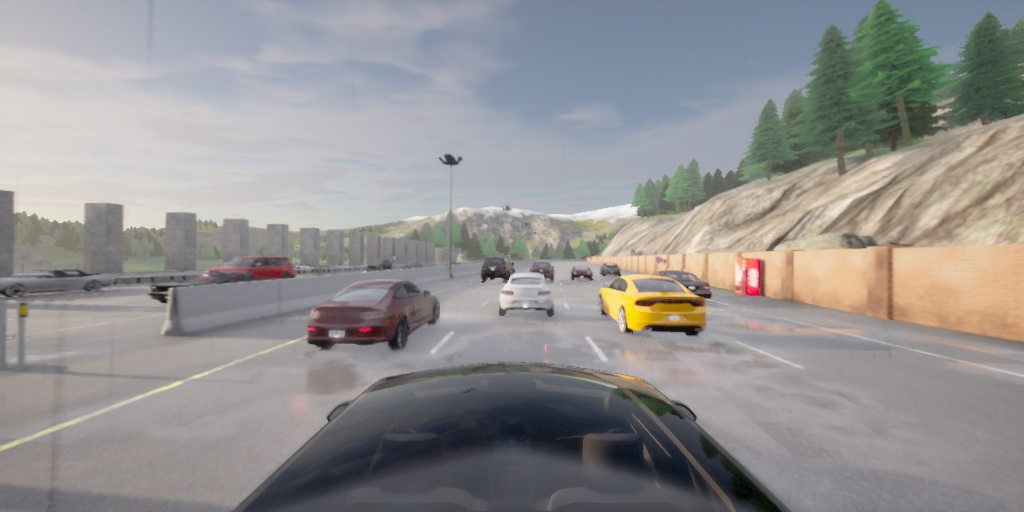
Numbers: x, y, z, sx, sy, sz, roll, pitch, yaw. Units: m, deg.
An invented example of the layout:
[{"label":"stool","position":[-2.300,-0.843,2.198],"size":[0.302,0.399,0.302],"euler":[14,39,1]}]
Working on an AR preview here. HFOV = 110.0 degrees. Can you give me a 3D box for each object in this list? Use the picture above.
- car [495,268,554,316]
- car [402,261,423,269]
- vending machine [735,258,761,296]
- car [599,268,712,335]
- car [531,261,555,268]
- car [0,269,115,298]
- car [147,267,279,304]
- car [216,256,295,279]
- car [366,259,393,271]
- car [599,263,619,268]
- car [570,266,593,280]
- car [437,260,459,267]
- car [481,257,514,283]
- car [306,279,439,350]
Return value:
[{"label":"car","position":[0.597,1.343,13.684],"size":[1.812,1.442,4.674],"euler":[0,0,4]},{"label":"car","position":[-15.193,1.526,54.926],"size":[1.994,1.385,4.181],"euler":[0,0,10]},{"label":"vending machine","position":[13.072,1.107,19.902],"size":[1.100,2.100,0.880],"euler":[0,0,7]},{"label":"car","position":[3.917,1.296,10.815],"size":[1.882,1.535,5.008],"euler":[0,0,3]},{"label":"car","position":[2.747,1.280,32.382],"size":[2.097,1.767,4.553],"euler":[0,0,8]},{"label":"car","position":[-23.809,1.324,18.259],"size":[1.895,1.301,4.718],"euler":[0,0,5]},{"label":"car","position":[-13.433,1.365,16.412],"size":[1.895,1.301,4.718],"euler":[0,0,5]},{"label":"car","position":[-16.367,1.007,22.698],"size":[2.150,2.045,5.566],"euler":[0,-1,6]},{"label":"car","position":[-19.190,1.281,52.218],"size":[2.097,1.767,4.553],"euler":[0,0,10]},{"label":"car","position":[10.955,1.503,40.248],"size":[2.128,1.511,4.902],"euler":[0,0,9]},{"label":"car","position":[6.438,1.555,33.654],"size":[1.895,1.301,4.718],"euler":[0,0,8]},{"label":"car","position":[-8.914,1.471,50.002],"size":[1.837,1.490,4.892],"euler":[0,0,10]},{"label":"car","position":[-1.106,1.121,30.158],"size":[2.150,2.045,5.566],"euler":[0,0,8]},{"label":"car","position":[-3.184,1.300,9.039],"size":[1.812,1.442,4.674],"euler":[0,0,3]}]
